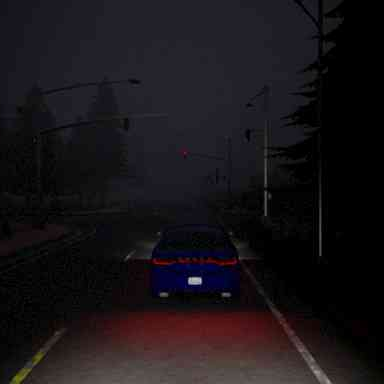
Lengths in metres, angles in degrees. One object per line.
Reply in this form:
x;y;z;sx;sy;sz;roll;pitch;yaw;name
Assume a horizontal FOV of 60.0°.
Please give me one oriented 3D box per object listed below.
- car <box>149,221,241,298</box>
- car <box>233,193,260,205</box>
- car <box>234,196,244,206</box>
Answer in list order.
0.079;1.474;8.558;1.882;1.535;5.008;0;0;1;car
8.545;1.123;52.021;3.866;1.878;1.905;0;0;0;car
8.954;1.122;49.510;4.605;1.855;1.932;0;0;0;car
